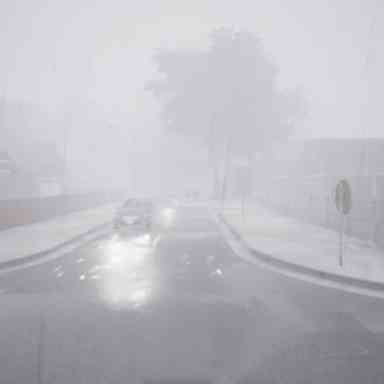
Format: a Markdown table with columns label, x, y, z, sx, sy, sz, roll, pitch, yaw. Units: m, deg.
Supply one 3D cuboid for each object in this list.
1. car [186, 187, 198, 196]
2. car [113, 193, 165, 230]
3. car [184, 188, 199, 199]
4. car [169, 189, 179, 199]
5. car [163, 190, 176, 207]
| label | x | y | z | sx | sy | sz | roll | pitch | yaw |
| --- | --- | --- | --- | --- | --- | --- | --- | --- | --- |
| car | -0.069 | -0.072 | 57.116 | 1.994 | 1.385 | 4.181 | -1 | 2 | 0 |
| car | -2.878 | 1.063 | 17.762 | 2.128 | 1.511 | 4.902 | -1 | 2 | 0 |
| car | -0.059 | 0.172 | 46.698 | 1.882 | 1.535 | 5.008 | -1 | 2 | 0 |
| car | -2.826 | 0.193 | 49.465 | 2.033 | 1.411 | 5.357 | -1 | 2 | 0 |
| car | -2.888 | 0.750 | 32.801 | 1.895 | 1.301 | 4.718 | -1 | 2 | 0 |
